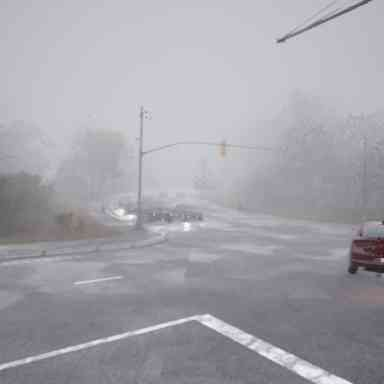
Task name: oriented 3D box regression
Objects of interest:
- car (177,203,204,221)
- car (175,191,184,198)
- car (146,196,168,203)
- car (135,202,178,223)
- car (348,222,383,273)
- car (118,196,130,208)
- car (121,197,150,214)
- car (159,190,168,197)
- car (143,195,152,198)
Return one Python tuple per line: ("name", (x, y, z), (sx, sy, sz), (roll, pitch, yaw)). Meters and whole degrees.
("car", (-0.442, 1.844, 31.127), (1.837, 1.490, 4.892), (2, 0, -21))
("car", (-2.648, 0.419, 73.005), (2.033, 1.411, 5.357), (1, 3, -1))
("car", (-3.908, 1.698, 40.341), (2.033, 1.411, 5.357), (2, 1, -18))
("car", (-3.135, 1.852, 28.455), (1.895, 1.301, 4.718), (2, 0, -23))
("car", (6.260, 1.703, 10.820), (1.882, 1.535, 5.008), (2, -1, 29))
("car", (-9.187, 1.309, 46.217), (2.128, 1.511, 4.902), (2, 2, -15))
("car", (-6.284, 1.686, 36.656), (1.994, 1.385, 4.181), (2, 1, -19))
("car", (-6.093, 0.369, 71.780), (2.128, 1.511, 4.902), (1, 3, -1))
("car", (-6.615, 1.273, 50.368), (1.837, 1.490, 4.892), (2, 2, -12))
